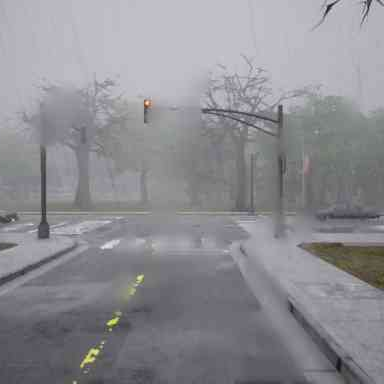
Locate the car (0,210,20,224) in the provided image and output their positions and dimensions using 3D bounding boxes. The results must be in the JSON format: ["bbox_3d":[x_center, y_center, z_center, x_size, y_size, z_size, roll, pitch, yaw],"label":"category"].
[{"bbox_3d":[-14.880,1.533,22.900,5.357,1.411,2.033,0,0,3],"label":"car"}]

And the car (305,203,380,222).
[{"bbox_3d":[11.821,1.563,26.311,5.357,1.411,2.033,0,0,0],"label":"car"}]
